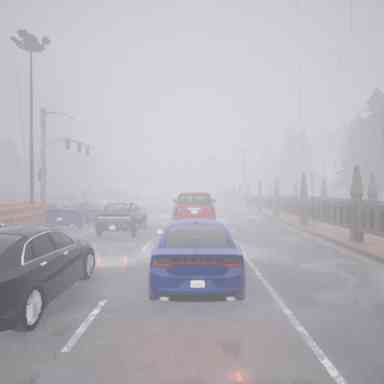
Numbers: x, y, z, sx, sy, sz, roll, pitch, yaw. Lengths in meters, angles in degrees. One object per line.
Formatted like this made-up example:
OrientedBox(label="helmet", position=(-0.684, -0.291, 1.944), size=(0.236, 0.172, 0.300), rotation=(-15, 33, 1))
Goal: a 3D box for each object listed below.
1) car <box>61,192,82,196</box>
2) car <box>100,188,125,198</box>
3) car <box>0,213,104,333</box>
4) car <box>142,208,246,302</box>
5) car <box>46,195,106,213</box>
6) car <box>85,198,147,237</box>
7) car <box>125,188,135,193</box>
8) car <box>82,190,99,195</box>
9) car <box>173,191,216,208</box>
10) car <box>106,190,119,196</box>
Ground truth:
OrientedBox(label="car", position=(-20.917, 0.690, 56.568), size=(1.812, 1.442, 4.674), rotation=(0, 1, 1))
OrientedBox(label="car", position=(-13.914, 0.360, 58.312), size=(2.150, 2.045, 5.566), rotation=(0, 1, 0))
OrientedBox(label="car", position=(-3.403, 1.433, 6.638), size=(1.837, 1.490, 4.892), rotation=(0, 1, 0))
OrientedBox(label="car", position=(0.099, 1.382, 8.154), size=(1.882, 1.535, 5.008), rotation=(0, 1, 0))
OrientedBox(label="car", position=(-6.871, 1.205, 19.739), size=(1.882, 1.535, 5.008), rotation=(0, 1, 0))
OrientedBox(label="car", position=(-3.380, 1.268, 16.582), size=(2.128, 1.511, 4.902), rotation=(0, 1, 0))
OrientedBox(label="car", position=(-13.801, 0.206, 68.634), size=(2.150, 2.045, 5.566), rotation=(0, 1, 0))
OrientedBox(label="car", position=(-20.809, 0.369, 66.221), size=(2.097, 1.767, 4.553), rotation=(0, 1, 0))
OrientedBox(label="car", position=(0.119, 0.975, 18.131), size=(2.150, 2.045, 5.566), rotation=(0, 1, 0))
OrientedBox(label="car", position=(-20.737, 0.239, 87.051), size=(2.033, 1.411, 5.357), rotation=(0, 1, 0))
